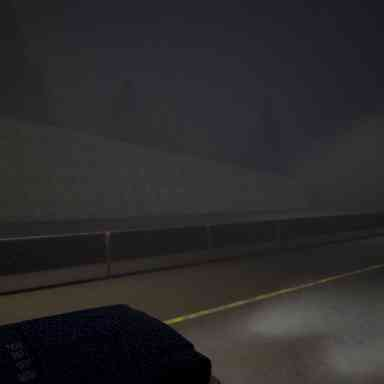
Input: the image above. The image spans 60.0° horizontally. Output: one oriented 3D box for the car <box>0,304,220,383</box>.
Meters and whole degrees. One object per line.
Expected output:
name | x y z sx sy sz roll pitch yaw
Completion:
car | -2.086 1.602 2.259 4.718 1.301 1.895 0 0 -35
